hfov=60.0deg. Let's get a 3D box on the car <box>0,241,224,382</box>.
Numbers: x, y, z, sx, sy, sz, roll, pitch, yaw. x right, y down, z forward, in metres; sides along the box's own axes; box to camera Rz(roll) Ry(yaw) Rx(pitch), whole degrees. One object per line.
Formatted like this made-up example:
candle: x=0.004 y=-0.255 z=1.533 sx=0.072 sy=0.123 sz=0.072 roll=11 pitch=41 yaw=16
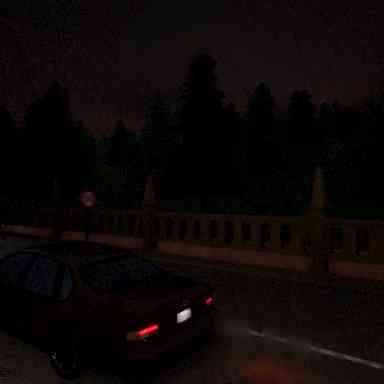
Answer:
car: x=-2.131 y=1.574 z=5.537 sx=5.357 sy=1.411 sz=2.033 roll=0 pitch=0 yaw=36
